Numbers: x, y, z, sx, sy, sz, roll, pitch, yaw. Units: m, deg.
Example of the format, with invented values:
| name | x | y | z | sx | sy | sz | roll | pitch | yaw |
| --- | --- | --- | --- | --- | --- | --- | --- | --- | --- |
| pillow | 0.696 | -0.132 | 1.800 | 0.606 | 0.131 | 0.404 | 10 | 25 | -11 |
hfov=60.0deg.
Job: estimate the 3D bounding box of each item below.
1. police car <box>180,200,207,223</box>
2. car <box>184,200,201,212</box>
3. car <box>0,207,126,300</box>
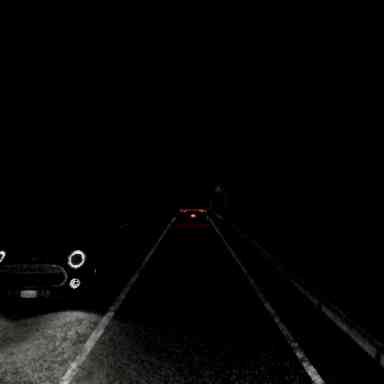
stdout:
| name | x | y | z | sx | sy | sz | roll | pitch | yaw |
| --- | --- | --- | --- | --- | --- | --- | --- | --- | --- |
| police car | 0.084 | 1.520 | 25.393 | 2.038 | 1.542 | 4.974 | 0 | -1 | 0 |
| car | 0.075 | 1.770 | 42.517 | 2.033 | 1.411 | 5.357 | 0 | 0 | 0 |
| car | -3.106 | 1.348 | 8.569 | 2.097 | 1.767 | 4.553 | 0 | 0 | 0 |
